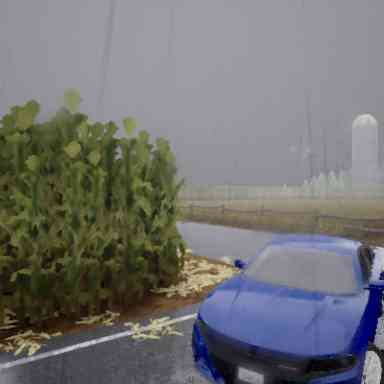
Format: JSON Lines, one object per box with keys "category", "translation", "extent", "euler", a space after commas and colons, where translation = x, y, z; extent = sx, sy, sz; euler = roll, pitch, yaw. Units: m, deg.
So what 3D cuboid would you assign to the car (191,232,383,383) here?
{"category": "car", "translation": [1.894, 1.477, 5.268], "extent": [1.882, 1.535, 5.008], "euler": [2, 1, 32]}
